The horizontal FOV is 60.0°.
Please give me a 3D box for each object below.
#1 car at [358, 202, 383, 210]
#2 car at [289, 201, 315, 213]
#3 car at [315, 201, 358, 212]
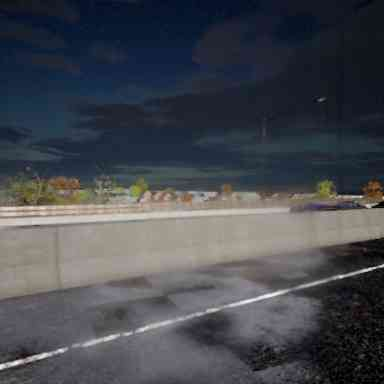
[{"bbox_3d":[16.454,1.542,28.281,4.674,1.442,1.812,0,0,-34],"label":"car"},{"bbox_3d":[12.027,1.615,33.736,4.718,1.301,1.895,0,0,-34],"label":"car"},{"bbox_3d":[14.275,1.563,31.036,5.357,1.411,2.033,0,0,-34],"label":"car"}]
